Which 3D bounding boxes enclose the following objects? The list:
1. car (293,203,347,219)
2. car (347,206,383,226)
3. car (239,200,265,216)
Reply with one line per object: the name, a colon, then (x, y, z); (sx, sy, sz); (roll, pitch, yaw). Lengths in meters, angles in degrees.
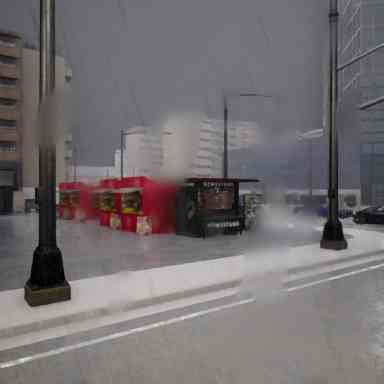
car: (11.669, 1.670, 29.834); (2.033, 1.411, 5.357); (0, -1, -36)
car: (12.980, 1.619, 22.015); (1.994, 1.385, 4.181); (0, 0, -36)
car: (5.060, 1.549, 32.981); (2.097, 1.767, 4.553); (0, -1, -36)
